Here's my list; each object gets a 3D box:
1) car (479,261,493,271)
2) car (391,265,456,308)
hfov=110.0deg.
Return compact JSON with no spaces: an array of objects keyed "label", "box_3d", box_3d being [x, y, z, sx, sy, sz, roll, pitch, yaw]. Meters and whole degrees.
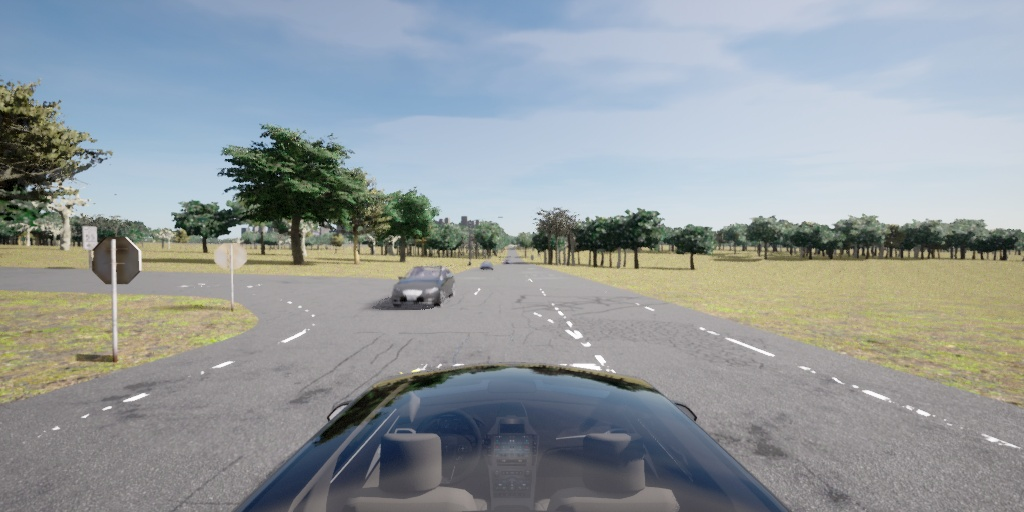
[{"label":"car","box_3d":[-3.716,1.493,52.906,2.033,1.411,5.357,0,0,0]},{"label":"car","box_3d":[-3.554,1.169,15.140,2.128,1.511,4.902,1,1,0]}]
